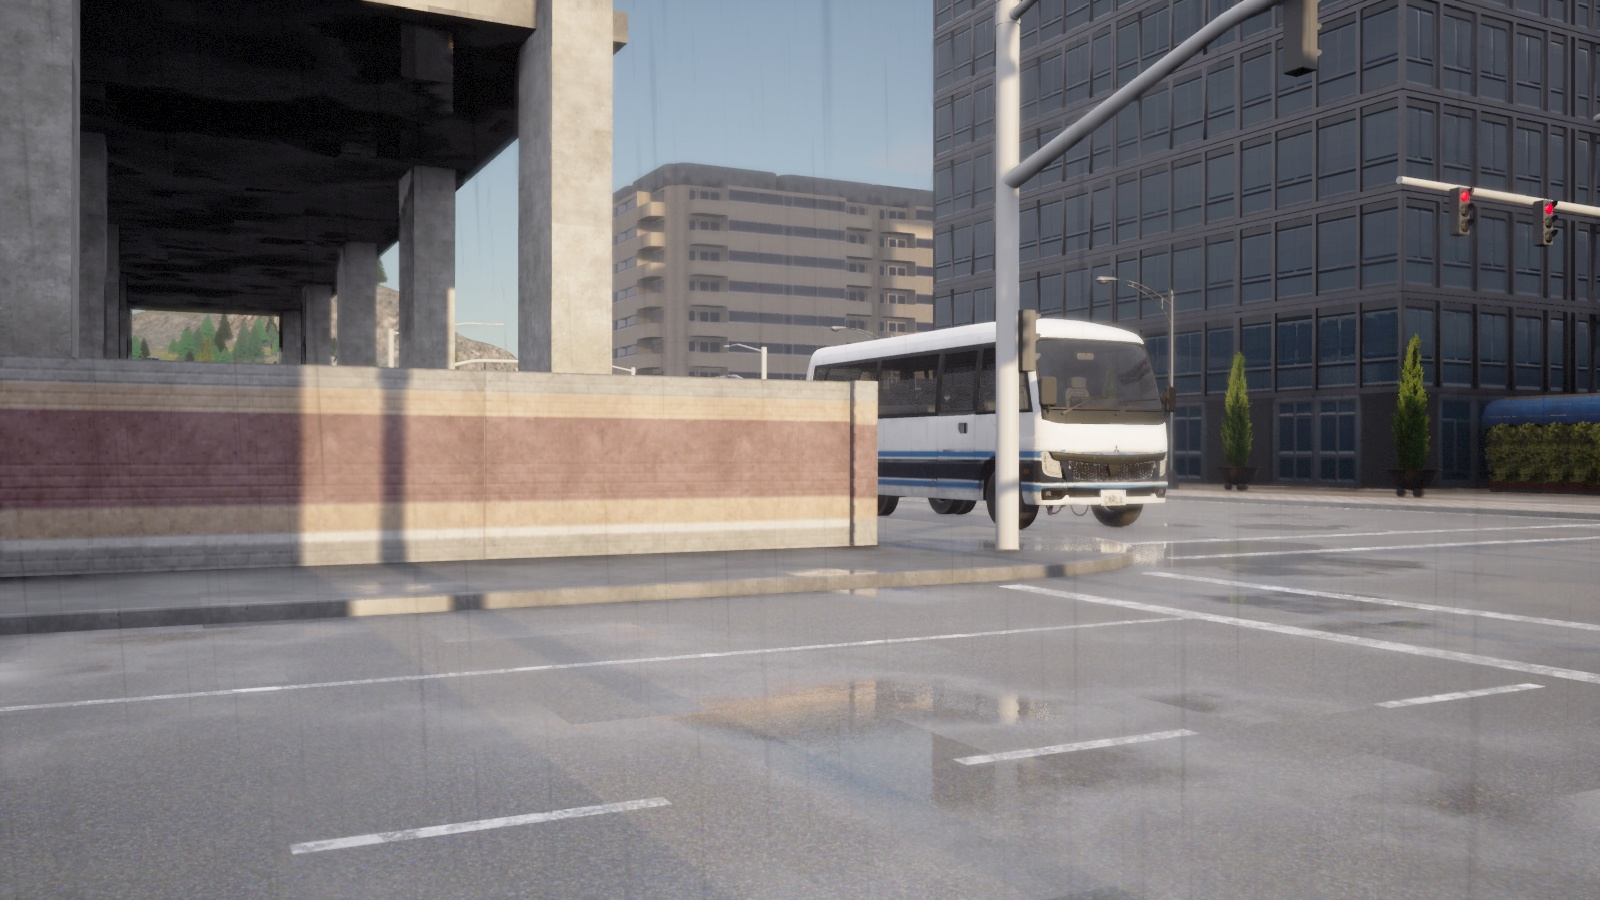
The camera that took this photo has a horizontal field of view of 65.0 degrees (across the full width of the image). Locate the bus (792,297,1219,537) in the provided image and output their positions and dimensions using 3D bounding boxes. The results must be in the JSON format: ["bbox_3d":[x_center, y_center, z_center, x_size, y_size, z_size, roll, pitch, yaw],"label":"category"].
[{"bbox_3d":[3.924,-0.572,27.768,3.944,4.253,10.273,0,0,-27],"label":"bus"}]
